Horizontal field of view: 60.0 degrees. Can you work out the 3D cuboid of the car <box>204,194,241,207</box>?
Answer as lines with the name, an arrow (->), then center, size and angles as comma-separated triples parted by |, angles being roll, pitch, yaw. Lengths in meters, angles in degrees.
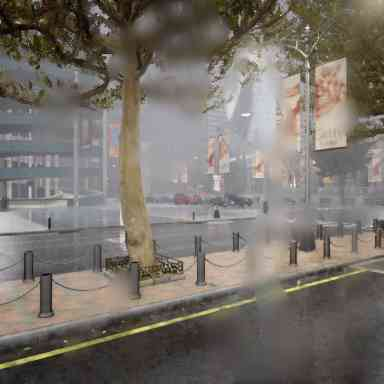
car -> 4.583, 1.492, 50.713 | 2.128, 1.511, 4.902 | 0, 0, -35

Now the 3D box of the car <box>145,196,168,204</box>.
car -> -7.684, 1.505, 66.441 | 4.892, 1.490, 1.837 | 0, 0, 43

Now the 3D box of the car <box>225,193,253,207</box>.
car -> 7.194, 1.221, 53.084 | 2.150, 2.045, 5.566 | 0, 0, -36

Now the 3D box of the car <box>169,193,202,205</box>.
car -> -1.166, 1.221, 58.722 | 2.150, 2.045, 5.566 | 0, 0, -36

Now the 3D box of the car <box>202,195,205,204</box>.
car -> 1.494, 1.352, 60.949 | 2.097, 1.767, 4.553 | 0, 0, -37
